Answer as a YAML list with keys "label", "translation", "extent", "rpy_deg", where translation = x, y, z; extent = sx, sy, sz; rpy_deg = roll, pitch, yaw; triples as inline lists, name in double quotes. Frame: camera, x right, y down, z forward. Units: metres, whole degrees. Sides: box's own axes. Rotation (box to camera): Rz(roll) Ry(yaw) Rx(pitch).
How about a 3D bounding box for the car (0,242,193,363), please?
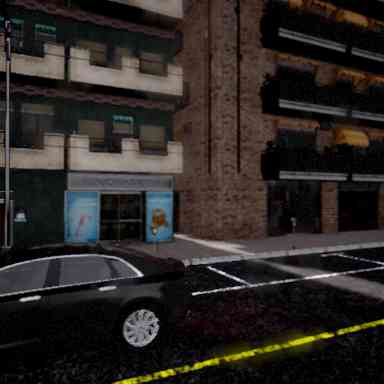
- label: "car"
  translation: [-2.380, 1.589, 5.067]
  extent: [4.892, 1.490, 1.837]
  rpy_deg: [0, -1, -25]
